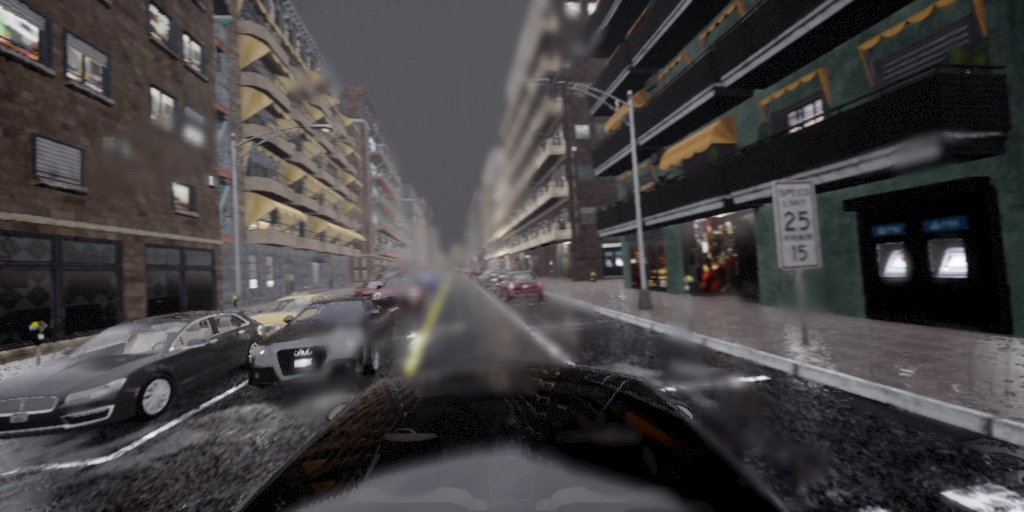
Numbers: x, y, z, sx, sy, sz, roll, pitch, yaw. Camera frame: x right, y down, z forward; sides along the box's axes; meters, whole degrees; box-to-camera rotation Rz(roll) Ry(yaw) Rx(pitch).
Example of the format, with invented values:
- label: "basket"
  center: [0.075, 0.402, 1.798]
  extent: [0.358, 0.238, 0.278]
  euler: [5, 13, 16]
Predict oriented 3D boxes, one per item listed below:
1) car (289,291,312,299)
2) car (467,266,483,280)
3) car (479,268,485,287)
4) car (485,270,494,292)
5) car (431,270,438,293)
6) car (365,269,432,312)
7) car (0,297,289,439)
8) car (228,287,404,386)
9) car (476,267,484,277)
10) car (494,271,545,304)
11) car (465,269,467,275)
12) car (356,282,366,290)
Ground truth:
- label: "car"
  center: [-6.962, 1.877, 11.686]
  extent: [1.751, 1.417, 4.829]
  euler: [0, 0, -9]
- label: "car"
  center: [-4.858, 2.372, 51.624]
  extent: [2.192, 1.841, 5.009]
  euler: [0, 0, -9]
- label: "car"
  center: [-1.352, 1.939, 29.640]
  extent: [2.007, 1.370, 4.403]
  euler: [0, 0, -9]
- label: "car"
  center: [-0.476, 1.772, 24.145]
  extent: [2.007, 1.370, 4.403]
  euler: [0, 0, -9]
- label: "car"
  center: [-7.257, 2.217, 29.772]
  extent: [1.882, 1.535, 5.008]
  euler: [-3, -1, -9]
- label: "car"
  center: [-5.294, 1.715, 17.341]
  extent: [2.097, 1.767, 4.553]
  euler: [-3, -1, -9]
- label: "car"
  center: [-6.113, 1.736, 6.358]
  extent: [2.007, 1.370, 4.403]
  euler: [0, 0, -9]
- label: "car"
  center: [-3.780, 1.642, 7.894]
  extent: [1.994, 1.385, 4.181]
  euler: [-3, -1, -10]
- label: "car"
  center: [-2.255, 2.080, 35.304]
  extent: [1.751, 1.417, 4.829]
  euler: [0, 0, -9]
- label: "car"
  center: [0.401, 1.495, 18.649]
  extent: [1.967, 1.591, 4.097]
  euler: [0, 0, -9]
- label: "car"
  center: [-6.610, 2.944, 62.616]
  extent: [2.007, 1.370, 4.403]
  euler: [0, 0, -9]
- label: "car"
  center: [-8.742, 2.229, 22.846]
  extent: [1.888, 1.381, 4.507]
  euler: [0, 0, -9]
